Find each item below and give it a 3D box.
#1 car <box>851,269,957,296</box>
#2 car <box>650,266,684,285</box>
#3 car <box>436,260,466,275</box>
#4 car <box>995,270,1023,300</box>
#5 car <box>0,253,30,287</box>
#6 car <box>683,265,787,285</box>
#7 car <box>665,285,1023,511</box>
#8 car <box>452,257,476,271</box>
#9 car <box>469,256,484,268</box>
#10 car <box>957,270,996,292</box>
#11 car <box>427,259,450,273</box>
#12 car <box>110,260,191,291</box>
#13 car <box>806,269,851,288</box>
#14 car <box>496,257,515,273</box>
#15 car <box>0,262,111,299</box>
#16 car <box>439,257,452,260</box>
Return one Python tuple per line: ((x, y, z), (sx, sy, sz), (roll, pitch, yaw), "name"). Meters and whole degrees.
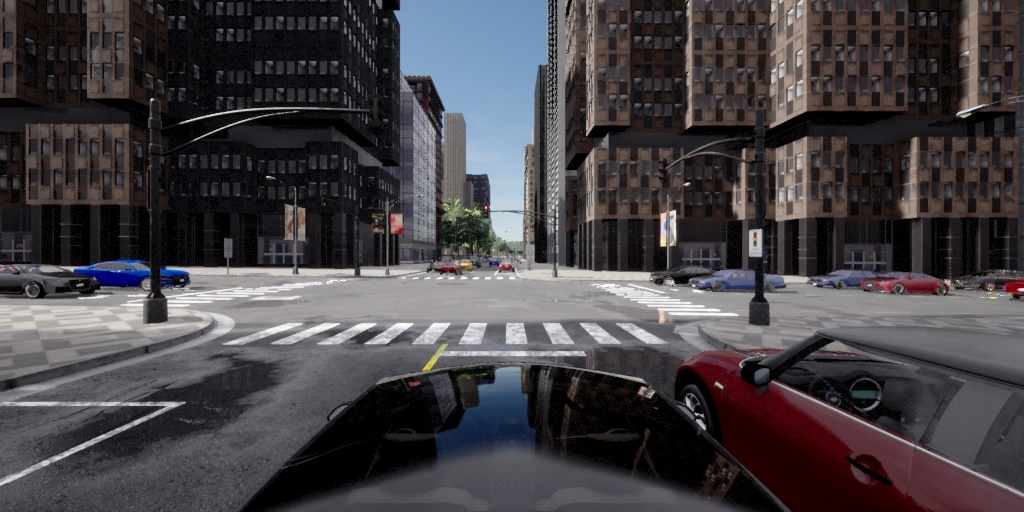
((24.514, 1.689, 22.559), (4.181, 1.385, 1.994), (1, 0, 0), "car")
((12.517, 1.425, 25.739), (5.008, 1.535, 1.882), (1, 0, -1), "car")
((-6.482, 1.344, 38.563), (1.895, 1.301, 4.718), (0, 0, 1), "car")
((29.721, 1.683, 19.154), (5.008, 1.535, 1.882), (1, 0, 0), "car")
((-28.950, 0.721, 18.780), (4.553, 1.767, 2.097), (1, 0, 0), "car")
((14.073, 1.522, 22.504), (5.357, 1.411, 2.033), (1, 0, 0), "car")
((2.763, 1.190, 2.403), (1.967, 1.591, 4.097), (0, 0, 0), "car")
((-6.522, 1.243, 48.957), (1.882, 1.535, 5.008), (0, 0, 0), "car")
((-6.584, 1.013, 61.202), (2.150, 2.045, 5.566), (0, 0, 1), "car")
((34.790, 1.776, 25.875), (4.892, 1.490, 1.837), (1, 0, 0), "car")
((-9.153, 1.320, 43.735), (1.948, 1.339, 4.313), (0, 0, 0), "car")
((-19.838, 0.975, 18.837), (5.008, 1.535, 1.882), (1, 0, 0), "car")
((24.465, 1.668, 25.823), (5.357, 1.411, 2.033), (1, 0, 0), "car")
((-0.628, 1.194, 43.792), (1.967, 1.591, 4.097), (0, 0, 0), "car")
((-20.774, 1.052, 15.583), (4.181, 1.385, 1.994), (1, 0, 0), "car")
((-9.191, 1.080, 49.161), (2.192, 1.841, 5.009), (0, 0, 0), "car")
